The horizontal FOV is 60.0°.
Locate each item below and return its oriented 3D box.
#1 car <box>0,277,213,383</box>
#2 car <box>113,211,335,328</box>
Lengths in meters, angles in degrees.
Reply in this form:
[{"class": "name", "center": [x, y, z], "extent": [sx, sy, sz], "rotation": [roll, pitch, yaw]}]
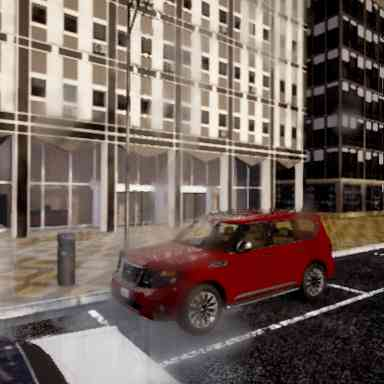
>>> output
[{"class": "car", "center": [-2.199, 1.592, 1.509], "extent": [4.718, 1.301, 1.895], "rotation": [1, 0, -36]}, {"class": "car", "center": [0.942, 1.358, 6.957], "extent": [5.009, 1.841, 2.192], "rotation": [1, 0, -36]}]
